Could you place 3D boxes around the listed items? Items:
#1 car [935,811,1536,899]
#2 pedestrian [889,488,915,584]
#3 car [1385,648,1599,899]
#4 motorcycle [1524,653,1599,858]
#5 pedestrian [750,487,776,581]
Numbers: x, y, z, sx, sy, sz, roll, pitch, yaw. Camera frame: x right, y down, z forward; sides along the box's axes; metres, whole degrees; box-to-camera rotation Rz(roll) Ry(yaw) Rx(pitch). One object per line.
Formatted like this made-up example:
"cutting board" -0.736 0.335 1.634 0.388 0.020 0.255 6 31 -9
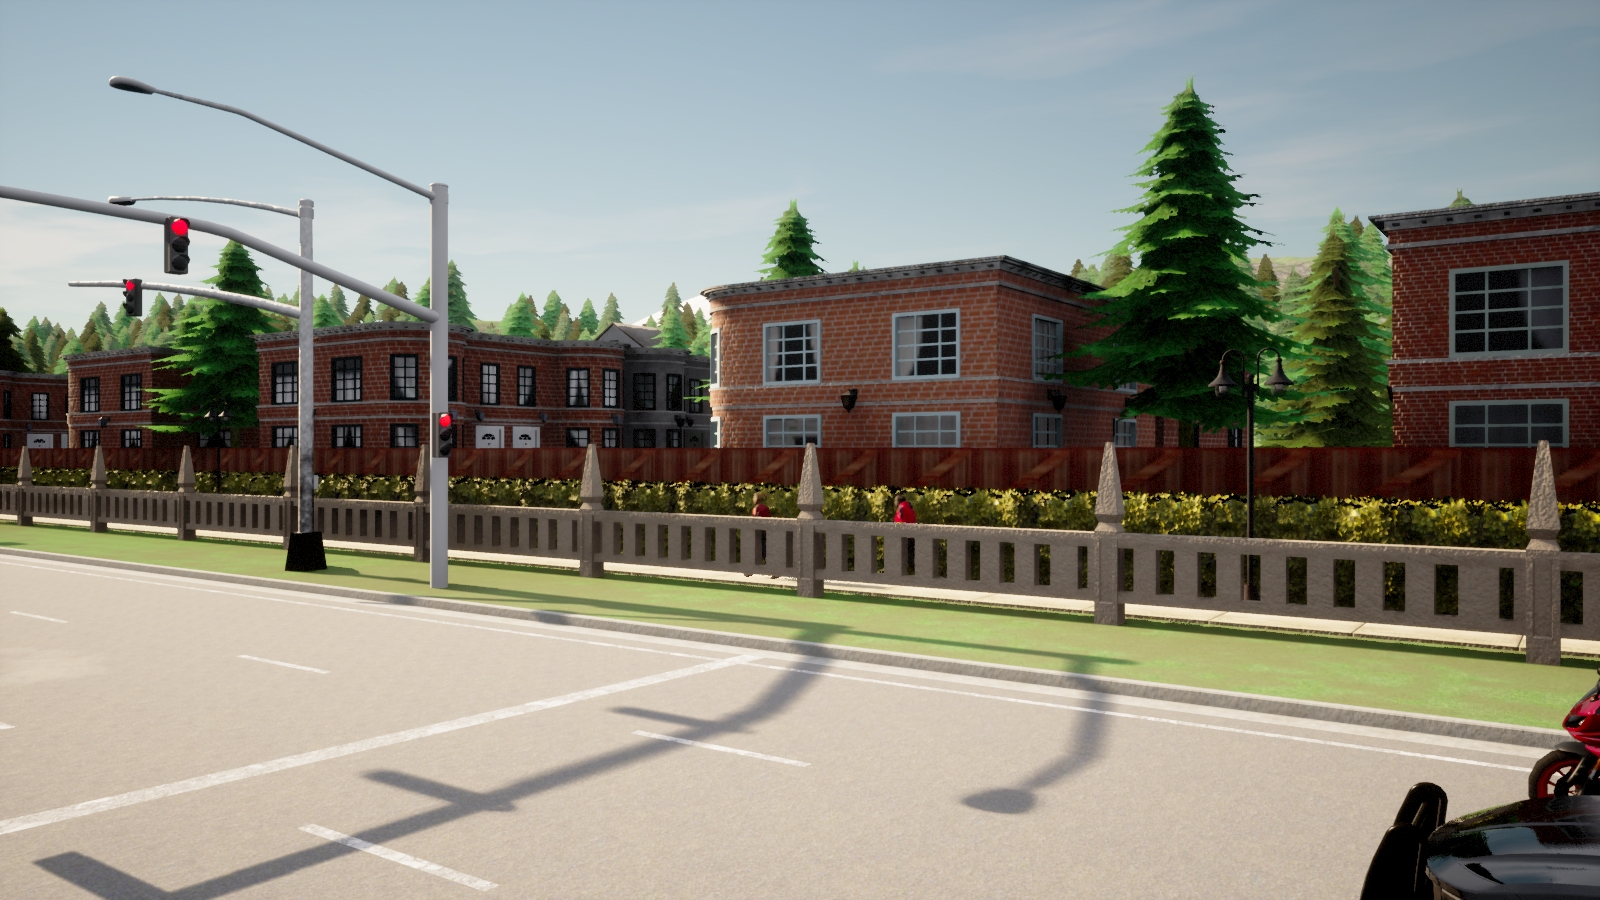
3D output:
"car" 2.178 2.065 2.259 4.193 1.474 1.816 0 0 35
"pedestrian" 2.021 1.695 22.598 0.375 1.860 0.375 0 0 35
"car" 5.302 1.983 4.345 5.238 1.638 2.097 0 0 35
"motorcycle" 6.334 2.205 7.895 2.209 1.251 0.867 0 0 35
"pedestrian" -0.742 1.695 23.106 0.375 1.860 0.375 0 0 35
